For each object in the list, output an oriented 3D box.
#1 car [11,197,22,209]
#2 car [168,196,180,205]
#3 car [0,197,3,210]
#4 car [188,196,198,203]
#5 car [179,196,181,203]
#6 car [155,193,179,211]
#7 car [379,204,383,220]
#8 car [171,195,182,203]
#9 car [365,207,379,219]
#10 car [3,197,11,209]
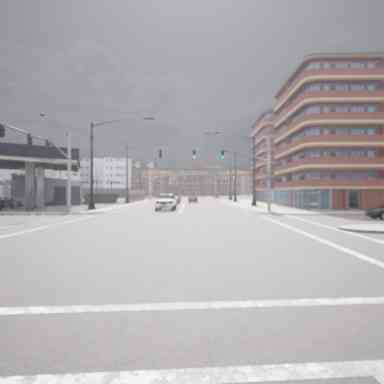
[{"bbox_3d":[-24.040,1.432,42.691,3.806,1.475,1.970,0,0,1],"label":"car"},{"bbox_3d":[-3.257,1.514,61.002,2.033,1.411,5.357,0,0,0],"label":"car"},{"bbox_3d":[-17.148,1.208,23.913,5.566,2.045,2.150,0,0,-1],"label":"car"},{"bbox_3d":[0.190,1.455,67.057,2.128,1.511,4.902,0,0,0],"label":"car"},{"bbox_3d":[-3.217,1.519,50.688,2.033,1.411,5.357,0,0,0],"label":"car"},{"bbox_3d":[-3.129,1.199,40.392,2.150,2.045,5.566,0,0,2],"label":"car"},{"bbox_3d":[16.295,1.588,23.548,4.718,1.301,1.895,0,0,-3],"label":"car"},{"bbox_3d":[-3.347,1.475,71.330,2.128,1.511,4.902,0,0,0],"label":"car"},{"bbox_3d":[16.676,1.490,27.024,4.892,1.490,1.837,0,0,0],"label":"car"},{"bbox_3d":[-23.322,1.275,36.941,4.611,1.667,2.242,0,0,1],"label":"car"}]
